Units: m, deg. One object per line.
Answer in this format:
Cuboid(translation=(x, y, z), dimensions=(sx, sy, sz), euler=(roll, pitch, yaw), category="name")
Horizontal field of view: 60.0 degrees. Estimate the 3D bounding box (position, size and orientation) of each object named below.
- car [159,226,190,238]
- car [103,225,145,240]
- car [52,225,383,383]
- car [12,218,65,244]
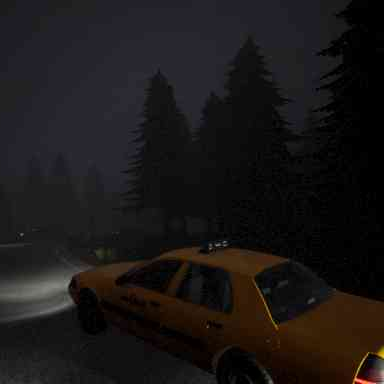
Cuboid(translation=(-2.318, 5.544, 46.286), dimensions=(1.882, 1.535, 5.008), euler=(-5, -8, 30), category="car")
Cuboid(translation=(-7.443, 4.510, 36.981), dimensions=(2.033, 1.411, 5.357), euler=(-4, -8, 20), category="car")
Cuboid(translation=(0.116, 1.441, 4.758), dimensions=(5.366, 1.575, 1.801), euler=(0, 1, 43), category="car")
Cuboid(translation=(-12.730, 3.234, 28.234), dimensions=(2.150, 2.045, 5.566), euler=(-4, -7, 6), category="car")
